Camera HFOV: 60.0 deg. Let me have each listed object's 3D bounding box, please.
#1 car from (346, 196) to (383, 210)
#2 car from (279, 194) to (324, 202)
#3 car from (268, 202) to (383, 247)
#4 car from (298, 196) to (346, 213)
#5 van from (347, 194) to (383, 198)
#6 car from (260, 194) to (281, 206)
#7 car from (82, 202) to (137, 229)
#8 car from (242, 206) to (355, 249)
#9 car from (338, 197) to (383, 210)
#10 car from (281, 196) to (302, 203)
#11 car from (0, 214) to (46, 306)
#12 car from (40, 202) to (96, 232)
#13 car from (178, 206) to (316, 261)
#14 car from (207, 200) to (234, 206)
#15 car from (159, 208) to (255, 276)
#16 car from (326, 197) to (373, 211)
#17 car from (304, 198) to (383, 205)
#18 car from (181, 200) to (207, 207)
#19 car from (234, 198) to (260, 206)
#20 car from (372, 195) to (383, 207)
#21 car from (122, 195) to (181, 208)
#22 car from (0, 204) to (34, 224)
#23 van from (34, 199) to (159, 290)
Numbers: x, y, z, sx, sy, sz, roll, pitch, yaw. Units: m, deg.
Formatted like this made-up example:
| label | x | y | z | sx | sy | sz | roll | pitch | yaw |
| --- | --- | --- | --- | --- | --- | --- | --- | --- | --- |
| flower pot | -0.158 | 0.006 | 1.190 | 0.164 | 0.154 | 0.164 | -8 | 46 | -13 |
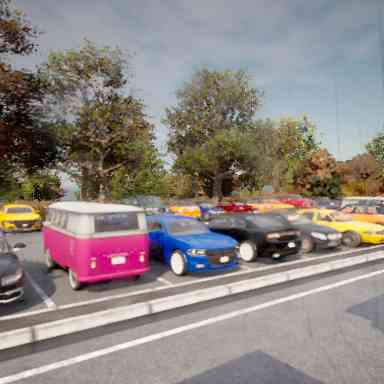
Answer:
| label | x | y | z | sx | sy | sz | roll | pitch | yaw |
| --- | --- | --- | --- | --- | --- | --- | --- | --- | --- |
| car | 23.547 | 1.407 | 44.046 | 1.946 | 1.575 | 5.366 | 0 | 0 | -35 |
| car | 10.108 | 1.212 | 34.326 | 2.435 | 2.045 | 5.566 | 0 | 0 | -35 |
| car | 6.361 | 1.495 | 15.500 | 1.946 | 1.575 | 5.366 | 0 | 0 | -35 |
| car | 14.629 | 1.321 | 37.580 | 2.185 | 1.767 | 4.553 | 0 | 0 | -35 |
| van | 10.822 | 1.261 | 18.724 | 1.878 | 1.987 | 4.442 | 0 | 0 | -35 |
| car | 5.554 | 1.352 | 31.115 | 2.185 | 1.767 | 4.553 | 0 | 0 | -35 |
| car | -5.868 | 1.535 | 23.149 | 2.163 | 1.488 | 4.792 | 0 | 0 | -35 |
| car | 3.978 | 1.544 | 14.052 | 2.002 | 1.452 | 4.674 | 0 | 0 | -35 |
| car | 21.476 | 1.419 | 42.368 | 2.097 | 1.535 | 5.008 | 0 | 0 | -35 |
| car | 7.811 | 1.470 | 32.748 | 2.097 | 1.535 | 5.008 | 0 | 0 | -35 |
| car | -5.130 | 1.521 | 7.646 | 2.231 | 1.521 | 4.892 | 0 | 0 | -35 |
| car | -8.131 | 1.511 | 21.529 | 2.231 | 1.521 | 4.892 | 0 | 0 | -35 |
| car | 1.705 | 1.508 | 12.443 | 2.097 | 1.535 | 5.008 | 0 | 0 | -35 |
| car | 0.981 | 1.530 | 27.938 | 2.002 | 1.452 | 4.674 | 0 | 0 | -35 |
| car | -0.577 | 1.512 | 10.850 | 2.097 | 1.535 | 5.008 | 0 | 0 | -35 |
| car | 19.218 | 1.458 | 40.736 | 2.163 | 1.488 | 4.792 | 0 | 0 | -35 |
| car | 8.548 | 1.367 | 17.228 | 2.185 | 1.767 | 4.553 | 0 | 0 | -35 |
| car | -1.277 | 1.370 | 26.307 | 2.185 | 1.767 | 4.553 | 0 | 0 | -35 |
| car | 3.263 | 1.484 | 29.534 | 2.097 | 1.535 | 5.008 | 0 | 0 | -35 |
| car | 28.328 | 1.264 | 47.147 | 2.185 | 1.767 | 4.553 | 0 | 0 | -35 |
| car | -3.556 | 1.250 | 24.707 | 2.435 | 2.045 | 5.566 | 0 | 0 | -35 |
| car | -10.407 | 1.514 | 19.925 | 2.097 | 1.535 | 5.008 | 0 | 0 | -35 |
| van | -2.917 | 1.290 | 9.338 | 1.878 | 1.987 | 4.442 | 0 | 0 | -35 |
